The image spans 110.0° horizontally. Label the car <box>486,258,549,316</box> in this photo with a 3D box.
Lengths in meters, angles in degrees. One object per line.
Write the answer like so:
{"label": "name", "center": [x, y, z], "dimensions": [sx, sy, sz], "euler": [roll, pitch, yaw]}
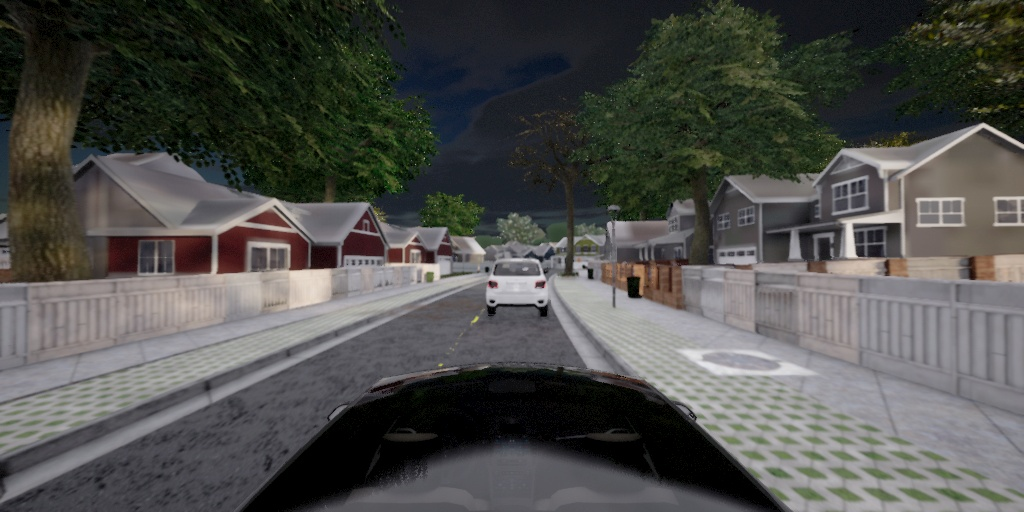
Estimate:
{"label": "car", "center": [0.286, 1.107, 14.321], "dimensions": [2.150, 2.045, 5.566], "euler": [0, 0, 3]}

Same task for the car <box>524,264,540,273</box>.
{"label": "car", "center": [3.295, 1.977, 58.033], "dimensions": [1.895, 1.301, 4.718], "euler": [0, -1, 13]}
